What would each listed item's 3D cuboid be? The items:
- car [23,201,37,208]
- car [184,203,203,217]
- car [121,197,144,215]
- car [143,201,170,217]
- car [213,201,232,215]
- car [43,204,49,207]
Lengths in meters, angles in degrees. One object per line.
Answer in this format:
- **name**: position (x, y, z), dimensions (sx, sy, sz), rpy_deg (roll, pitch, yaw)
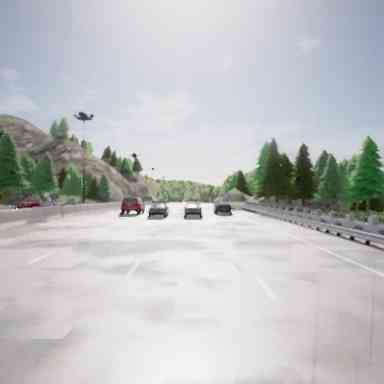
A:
- **car**: position (-27.986, 2.088, 57.806), dimensions (2.150, 2.045, 5.566), rpy_deg (0, -1, 0)
- **car**: position (0.111, 1.839, 34.374), dimensions (2.033, 1.411, 5.357), rpy_deg (0, -1, 0)
- **car**: position (-6.902, 1.606, 39.240), dimensions (2.150, 2.045, 5.566), rpy_deg (0, -1, 0)
- **car**: position (-3.393, 1.839, 34.393), dimensions (2.033, 1.411, 5.357), rpy_deg (0, -1, 0)
- **car**: position (3.610, 1.877, 40.033), dimensions (1.882, 1.535, 5.008), rpy_deg (0, -1, 0)
- **car**: position (-24.486, 2.317, 57.832), dimensions (1.812, 1.442, 4.674), rpy_deg (0, -1, 0)
